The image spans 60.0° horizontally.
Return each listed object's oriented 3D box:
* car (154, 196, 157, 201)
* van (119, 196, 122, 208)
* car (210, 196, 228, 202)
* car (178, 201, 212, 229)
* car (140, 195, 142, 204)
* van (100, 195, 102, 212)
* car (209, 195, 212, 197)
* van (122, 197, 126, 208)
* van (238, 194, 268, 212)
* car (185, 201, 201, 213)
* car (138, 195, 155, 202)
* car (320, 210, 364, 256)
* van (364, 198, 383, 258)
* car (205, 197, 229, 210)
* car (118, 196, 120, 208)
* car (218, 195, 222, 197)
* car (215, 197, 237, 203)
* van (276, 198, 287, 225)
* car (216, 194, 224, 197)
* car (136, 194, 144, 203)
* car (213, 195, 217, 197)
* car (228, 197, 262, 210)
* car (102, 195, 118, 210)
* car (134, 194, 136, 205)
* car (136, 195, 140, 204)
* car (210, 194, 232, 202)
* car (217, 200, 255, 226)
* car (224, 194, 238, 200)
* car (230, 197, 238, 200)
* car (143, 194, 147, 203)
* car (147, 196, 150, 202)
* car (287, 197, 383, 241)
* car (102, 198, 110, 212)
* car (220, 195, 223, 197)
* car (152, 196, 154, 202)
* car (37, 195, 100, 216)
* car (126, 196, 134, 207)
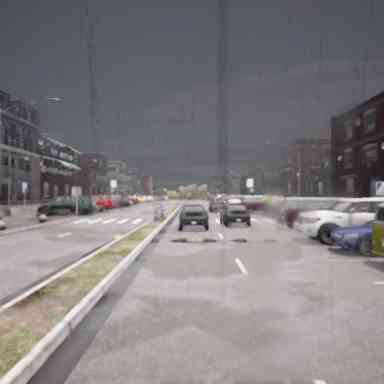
[{"bbox_3d":[-12.746,1.598,87.230,5.566,2.045,2.435,0,-1,0],"label":"car"},{"bbox_3d":[-12.984,1.510,48.456,4.442,1.987,1.878,0,0,0],"label":"van"},{"bbox_3d":[7.664,1.983,95.196,5.008,1.535,2.097,0,-1,0],"label":"car"},{"bbox_3d":[0.111,1.597,22.185,1.837,1.490,4.892,0,0,0],"label":"car"},{"bbox_3d":[-12.853,1.787,65.007,4.792,1.488,2.163,0,0,0],"label":"car"},{"bbox_3d":[-12.799,1.459,37.213,4.442,1.987,1.878,0,0,0],"label":"van"},{"bbox_3d":[7.637,1.547,81.425,5.566,2.045,2.435,0,0,0],"label":"car"},{"bbox_3d":[-12.973,1.517,51.110,4.442,1.987,1.878,0,0,0],"label":"van"},{"bbox_3d":[7.768,1.456,37.303,4.442,1.987,1.878,0,0,0],"label":"van"},{"bbox_3d":[0.112,1.827,41.796,1.895,1.301,4.718,0,0,0],"label":"car"},{"bbox_3d":[-12.731,1.810,92.781,4.553,1.767,2.185,0,-1,0],"label":"car"},{"bbox_3d":[7.646,1.541,12.486,4.674,1.452,2.002,0,0,0],"label":"car"},{"bbox_3d":[7.758,1.263,9.610,4.442,1.987,1.878,0,0,0],"label":"van"},{"bbox_3d":[3.112,1.719,42.209,2.128,1.511,4.902,0,0,0],"label":"car"},{"bbox_3d":[-12.869,1.727,45.672,4.892,1.521,2.231,0,0,0],"label":"car"},{"bbox_3d":[7.844,1.753,59.370,5.366,1.575,1.946,0,0,0],"label":"car"},{"bbox_3d":[7.692,1.799,75.914,4.792,1.488,2.163,0,0,0],"label":"car"},{"bbox_3d":[7.529,1.331,20.759,4.442,1.987,1.878,0,-1,0],"label":"van"},{"bbox_3d":[7.629,1.634,64.886,4.553,1.767,2.185,0,0,0],"label":"car"},{"bbox_3d":[-12.824,1.758,67.786,4.892,1.521,2.231,0,0,0],"label":"car"},{"bbox_3d":[7.632,1.509,67.644,5.566,2.045,2.435,0,0,0],"label":"car"},{"bbox_3d":[7.686,1.607,48.338,4.553,1.767,2.185,0,0,0],"label":"car"},{"bbox_3d":[-12.917,1.462,42.773,5.566,2.045,2.435,0,0,0],"label":"car"},{"bbox_3d":[-12.867,1.631,59.448,4.553,1.767,2.185,0,0,0],"label":"car"},{"bbox_3d":[-12.825,1.757,62.227,5.008,1.535,2.097,0,0,0],"label":"car"},{"bbox_3d":[7.638,1.603,86.935,5.566,2.045,2.435,0,-1,0],"label":"car"},{"bbox_3d":[3.104,1.616,24.484,1.837,1.490,4.892,0,0,0],"label":"car"},{"bbox_3d":[7.625,1.471,45.579,5.566,2.045,2.435,0,0,0],"label":"car"},{"bbox_3d":[7.624,1.740,42.820,4.792,1.488,2.163,0,0,0],"label":"car"},{"bbox_3d":[-12.816,1.756,70.690,5.008,1.535,2.097,0,0,0],"label":"car"},{"bbox_3d":[-12.984,1.760,76.247,5.366,1.575,1.946,0,0,0],"label":"car"},{"bbox_3d":[7.616,1.265,15.247,5.566,2.045,2.435,0,0,0],"label":"car"},{"bbox_3d":[-12.873,1.730,40.118,4.792,1.488,2.163,0,0,0],"label":"car"},{"bbox_3d":[7.842,1.750,56.610,5.366,1.575,1.946,0,0,0],"label":"car"},{"bbox_3d":[-12.966,1.814,84.449,5.366,1.575,1.946,0,-1,0],"label":"car"},{"bbox_3d":[-12.959,1.416,34.437,5.566,2.045,2.435,0,0,0],"label":"car"},{"bbox_3d":[-12.818,1.498,54.009,5.566,2.045,2.435,0,0,0],"label":"car"}]
